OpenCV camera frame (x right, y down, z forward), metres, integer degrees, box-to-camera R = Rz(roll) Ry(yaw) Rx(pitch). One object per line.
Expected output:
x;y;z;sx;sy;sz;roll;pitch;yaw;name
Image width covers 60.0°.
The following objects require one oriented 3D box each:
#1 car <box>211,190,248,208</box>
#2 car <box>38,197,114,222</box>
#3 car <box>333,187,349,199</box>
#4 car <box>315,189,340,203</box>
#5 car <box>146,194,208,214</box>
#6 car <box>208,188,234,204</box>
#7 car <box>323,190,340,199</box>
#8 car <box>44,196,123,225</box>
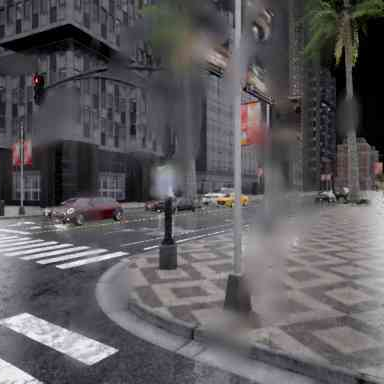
4.525;0.864;37.220;1.882;1.535;5.008;0;1;35;car
-8.423;1.182;24.563;2.128;1.511;4.902;0;1;36;car
23.720;0.232;52.739;2.150;2.045;5.566;0;1;36;car
17.858;0.677;44.459;1.837;1.490;4.892;0;1;35;car
-1.182;1.103;29.182;2.033;1.411;5.357;0;1;35;car
3.511;0.555;41.395;2.150;2.045;5.566;0;1;35;car
25.807;0.353;61.297;1.882;1.535;5.008;0;1;36;car
-6.659;1.075;21.450;2.097;1.767;4.553;0;1;35;car
